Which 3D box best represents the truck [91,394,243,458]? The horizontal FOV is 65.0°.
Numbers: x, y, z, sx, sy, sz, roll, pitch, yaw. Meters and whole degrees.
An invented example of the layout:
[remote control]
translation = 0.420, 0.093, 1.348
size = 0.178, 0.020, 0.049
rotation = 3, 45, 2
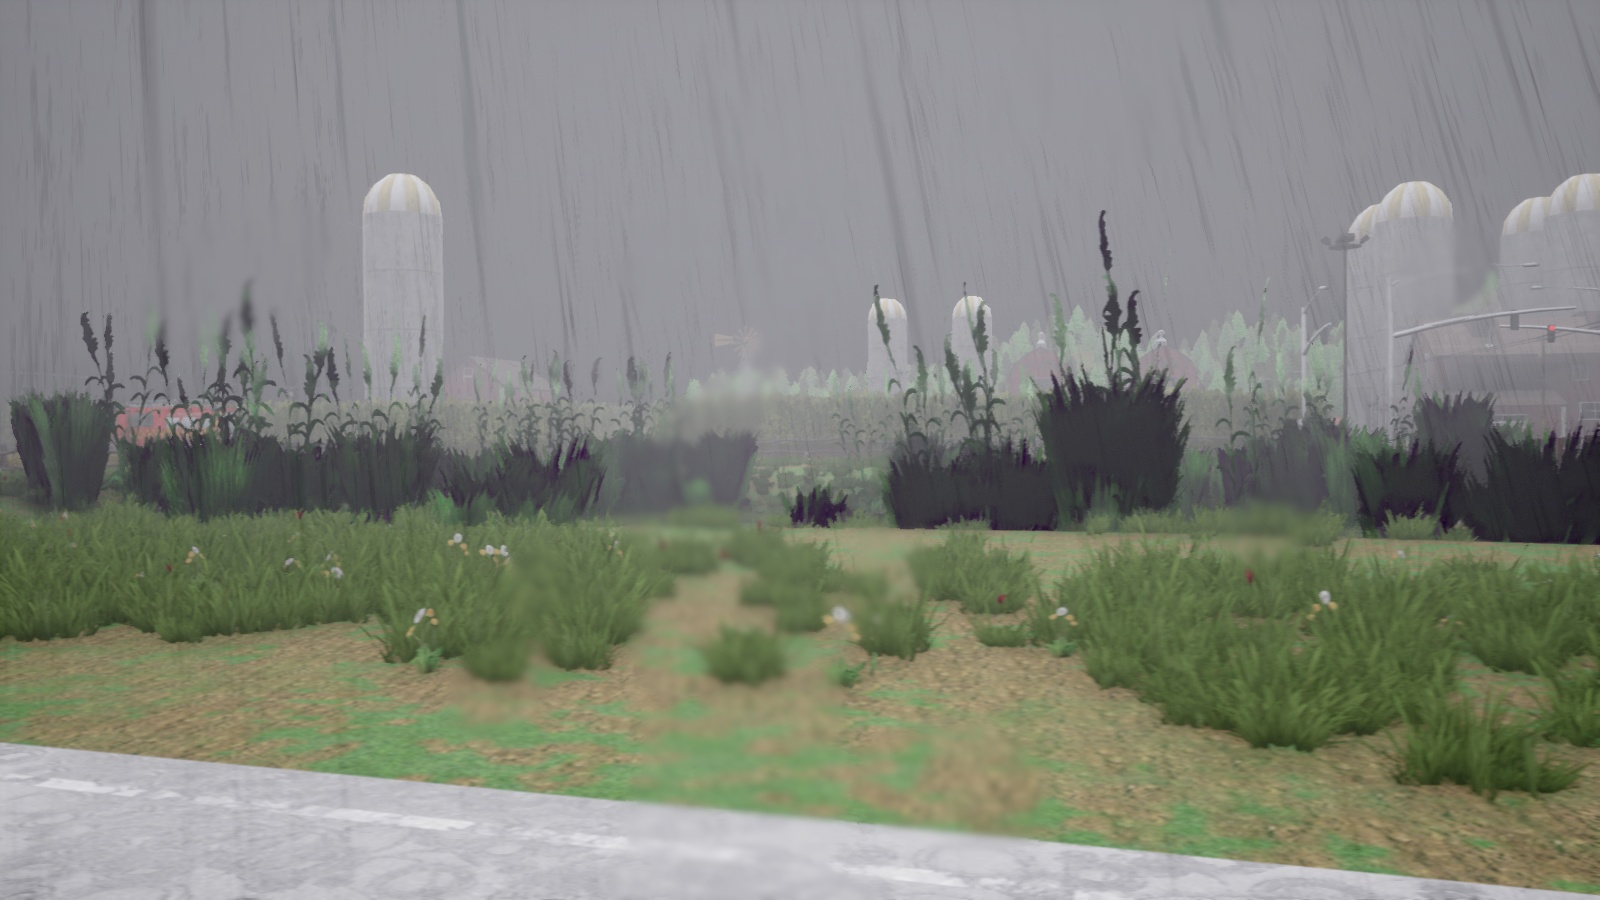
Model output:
[truck]
translation = -39.231, -1.467, 77.929
size = 8.468, 3.827, 2.891
rotation = 0, 1, 12
